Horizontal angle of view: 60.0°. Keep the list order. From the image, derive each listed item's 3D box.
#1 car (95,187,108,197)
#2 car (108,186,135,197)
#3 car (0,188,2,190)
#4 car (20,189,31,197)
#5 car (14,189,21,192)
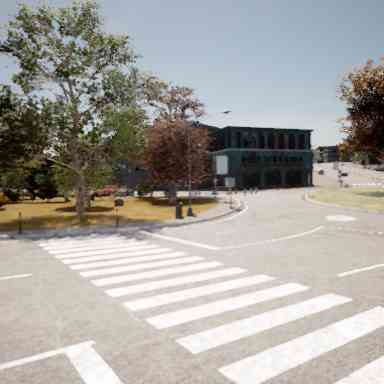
[{"bbox_3d":[-13.045,-0.045,54.102,2.435,2.045,5.566,-1,2,16],"label":"car"},{"bbox_3d":[-10.627,0.166,52.388,2.231,1.521,4.892,-1,2,16],"label":"car"},{"bbox_3d":[-39.053,0.218,73.846,1.946,1.575,5.366,0,3,19],"label":"car"},{"bbox_3d":[-32.012,0.321,68.486,2.231,1.521,4.892,-1,2,18],"label":"car"},{"bbox_3d":[-34.339,0.288,70.330,2.097,1.535,5.008,0,2,18],"label":"car"}]
